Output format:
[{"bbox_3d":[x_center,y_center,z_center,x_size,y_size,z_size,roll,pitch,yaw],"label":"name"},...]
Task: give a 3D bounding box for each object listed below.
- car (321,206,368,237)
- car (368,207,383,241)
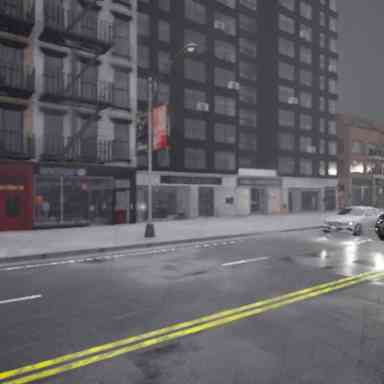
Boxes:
[{"bbox_3d":[9.005,1.511,18.085,4.674,1.442,1.812,0,0,-35],"label":"car"},{"bbox_3d":[10.710,1.206,15.311,5.566,2.045,2.150,0,0,-35],"label":"car"}]
